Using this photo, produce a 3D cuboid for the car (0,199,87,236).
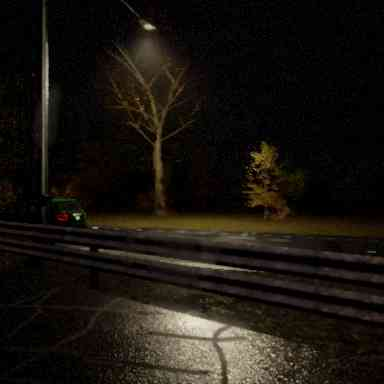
[{"bbox_3d":[-8.113,1.359,17.173,5.566,2.045,2.150,0,0,20],"label":"car"}]
